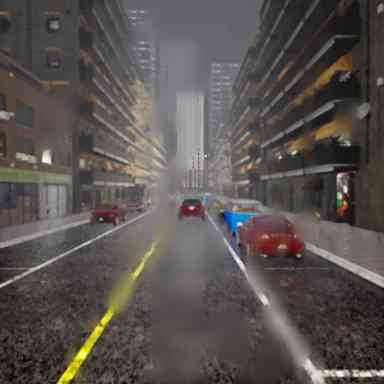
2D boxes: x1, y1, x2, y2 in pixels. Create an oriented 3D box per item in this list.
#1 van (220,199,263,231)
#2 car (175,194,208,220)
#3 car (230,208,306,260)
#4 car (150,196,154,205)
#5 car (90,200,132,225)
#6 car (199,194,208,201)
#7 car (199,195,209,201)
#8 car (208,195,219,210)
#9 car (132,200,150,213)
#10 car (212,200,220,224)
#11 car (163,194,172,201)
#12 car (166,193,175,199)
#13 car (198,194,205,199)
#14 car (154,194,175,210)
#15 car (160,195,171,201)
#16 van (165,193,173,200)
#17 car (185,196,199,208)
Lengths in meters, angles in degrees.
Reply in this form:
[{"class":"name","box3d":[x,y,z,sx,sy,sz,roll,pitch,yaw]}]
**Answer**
[{"class":"van","box3d":[2.670,1.280,17.586,1.690,1.788,3.998,0,0,0]},{"class":"car","box3d":[0.005,1.257,27.203,2.097,1.767,4.553,0,0,0]},{"class":"car","box3d":[2.675,1.502,12.063,1.887,1.381,4.507,0,0,0]},{"class":"car","box3d":[-5.729,1.357,50.565,1.752,1.417,4.829,0,0,0]},{"class":"car","box3d":[-5.712,1.464,23.118,1.887,1.381,4.507,0,0,0]},{"class":"car","box3d":[2.637,1.301,78.344,2.008,1.369,4.403,-1,0,0]},{"class":"car","box3d":[2.640,1.317,72.820,2.008,1.369,4.403,-1,0,0]},{"class":"car","box3d":[2.659,1.391,39.850,1.752,1.417,4.829,0,0,0]},{"class":"car","box3d":[-5.718,1.465,34.165,1.802,1.307,4.206,0,0,0]},{"class":"car","box3d":[2.669,1.486,23.110,1.947,1.339,4.313,0,0,0]},{"class":"car","box3d":[-5.744,1.294,78.353,1.887,1.381,4.507,0,0,0]},{"class":"car","box3d":[-5.751,1.159,89.399,1.967,1.590,4.097,0,0,0]},{"class":"car","box3d":[2.628,1.255,94.914,2.008,1.369,4.403,-1,0,0]},{"class":"car","box3d":[-3.035,1.354,40.897,2.128,1.511,4.902,0,0,0]},{"class":"car","box3d":[-5.740,1.310,72.829,1.887,1.381,4.507,0,0,0]},{"class":"van","box3d":[-5.749,1.075,83.875,1.690,1.788,3.998,0,0,0]},{"class":"car","box3d":[0.058,1.321,46.841,1.882,1.535,5.008,0,0,0]}]
